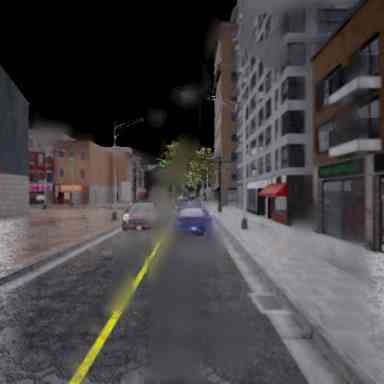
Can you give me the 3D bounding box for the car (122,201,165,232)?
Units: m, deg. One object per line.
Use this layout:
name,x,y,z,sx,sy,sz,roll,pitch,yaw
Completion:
car,-2.850,1.359,20.199,2.097,1.767,4.553,0,0,0

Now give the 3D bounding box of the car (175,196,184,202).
car,-2.774,1.619,75.607,1.812,1.442,4.674,0,0,4

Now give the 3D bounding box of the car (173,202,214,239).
car,0.078,1.483,17.264,1.882,1.535,5.008,0,0,0

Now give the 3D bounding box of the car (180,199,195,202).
car,-0.012,1.622,32.226,1.895,1.301,4.718,0,0,-2
